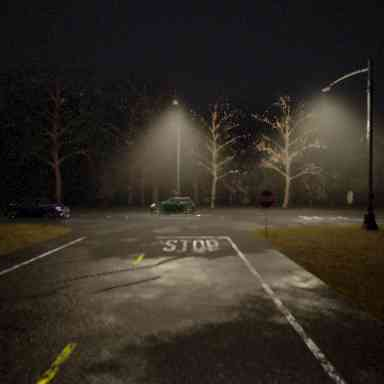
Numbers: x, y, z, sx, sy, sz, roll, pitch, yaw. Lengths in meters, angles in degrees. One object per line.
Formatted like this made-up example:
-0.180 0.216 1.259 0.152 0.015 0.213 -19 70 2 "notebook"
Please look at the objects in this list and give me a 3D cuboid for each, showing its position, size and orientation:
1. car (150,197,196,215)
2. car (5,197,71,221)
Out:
-1.877 1.291 33.004 4.553 1.767 2.097 0 0 0 "car"
-11.971 1.255 26.073 4.553 1.767 2.097 1 0 1 "car"
